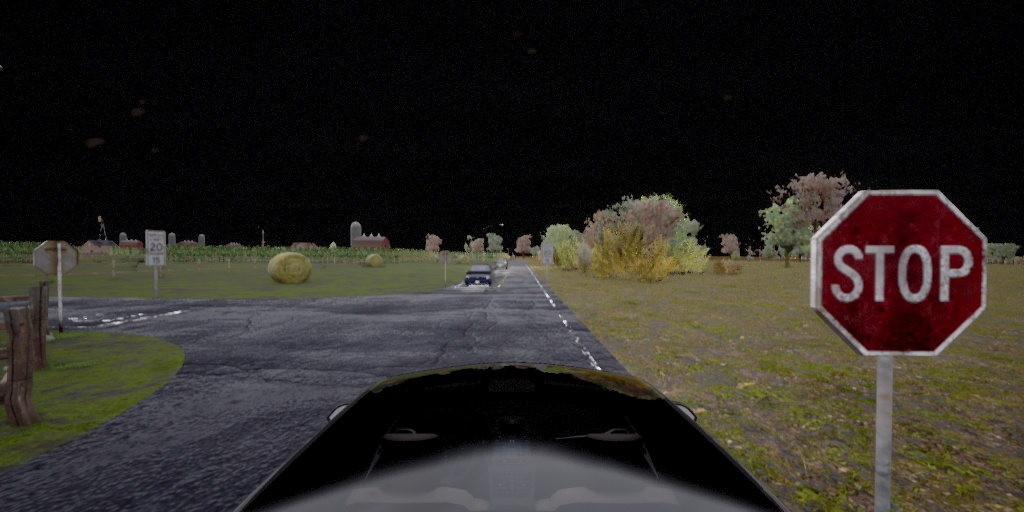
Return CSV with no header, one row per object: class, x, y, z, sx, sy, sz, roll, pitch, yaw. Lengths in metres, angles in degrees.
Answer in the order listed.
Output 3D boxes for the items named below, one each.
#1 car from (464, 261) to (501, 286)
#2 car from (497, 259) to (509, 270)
car,-2.177,1.289,25.716,2.033,1.411,5.357,0,0,1
car,-1.555,1.223,52.379,2.128,1.511,4.902,0,0,1
